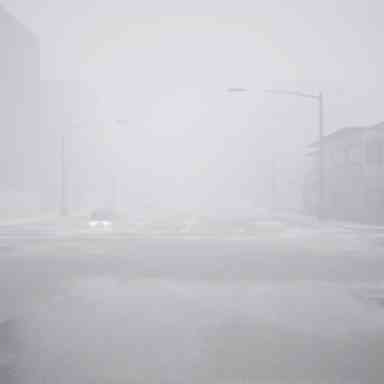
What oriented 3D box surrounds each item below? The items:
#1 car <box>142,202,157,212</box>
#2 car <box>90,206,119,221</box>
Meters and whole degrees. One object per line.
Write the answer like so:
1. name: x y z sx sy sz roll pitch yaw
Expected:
1. car: -7.563 2.560 59.086 2.097 1.767 4.553 -1 -2 2
2. car: -8.688 2.110 33.322 1.994 1.385 4.181 -1 -1 2
